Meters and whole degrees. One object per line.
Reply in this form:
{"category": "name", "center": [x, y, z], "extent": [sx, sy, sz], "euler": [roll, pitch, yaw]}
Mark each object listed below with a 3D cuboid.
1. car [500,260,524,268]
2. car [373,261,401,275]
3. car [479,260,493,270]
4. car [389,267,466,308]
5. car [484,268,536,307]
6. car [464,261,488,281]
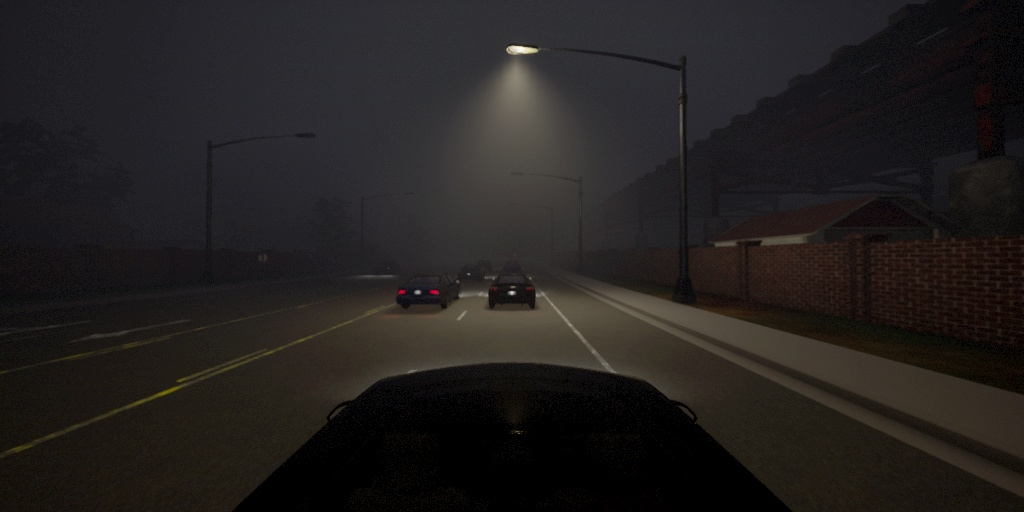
{"category": "car", "center": [0.003, 1.335, 31.306], "extent": [1.882, 1.535, 5.008], "euler": [0, 1, 0]}
{"category": "car", "center": [-14.009, 1.281, 40.466], "extent": [1.837, 1.490, 4.892], "euler": [0, 0, 0]}
{"category": "car", "center": [-3.507, 1.206, 45.910], "extent": [1.837, 1.490, 4.892], "euler": [0, 1, 0]}
{"category": "car", "center": [-3.501, 1.416, 15.838], "extent": [2.033, 1.411, 5.357], "euler": [0, 0, 0]}
{"category": "car", "center": [0.005, 1.434, 16.154], "extent": [1.994, 1.385, 4.181], "euler": [0, 0, 0]}
{"category": "car", "center": [-3.503, 1.423, 31.117], "extent": [1.994, 1.385, 4.181], "euler": [0, 0, 0]}
